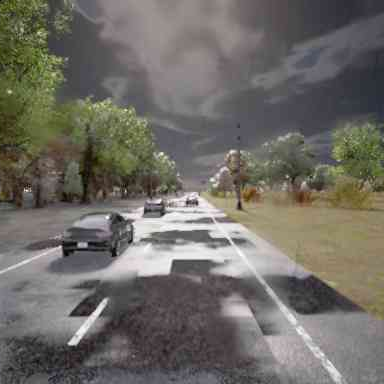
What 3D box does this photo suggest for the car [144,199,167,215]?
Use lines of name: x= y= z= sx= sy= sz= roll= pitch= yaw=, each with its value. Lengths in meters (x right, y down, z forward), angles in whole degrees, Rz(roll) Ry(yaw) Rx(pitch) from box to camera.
car: x=-3.445 y=1.368 z=31.721 sx=2.128 sy=1.511 sz=4.902 roll=0 pitch=0 yaw=0

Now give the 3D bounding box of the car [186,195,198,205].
car: x=0.024 y=1.351 z=54.757 sx=1.994 sy=1.385 sz=4.181 roll=0 pitch=0 yaw=0

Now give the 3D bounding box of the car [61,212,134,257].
car: x=-3.416 y=1.477 z=12.673 sx=1.812 sy=1.442 sz=4.674 roll=0 pitch=0 yaw=0

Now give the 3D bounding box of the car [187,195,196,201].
car: x=-0.098 y=1.314 z=73.158 sx=1.895 sy=1.301 sz=4.718 roll=0 pitch=0 yaw=0
